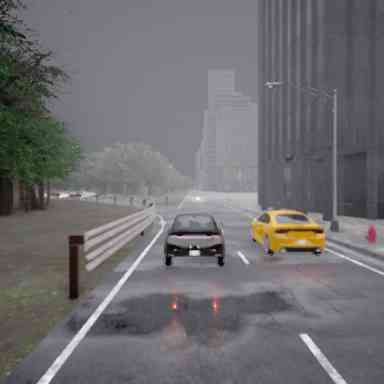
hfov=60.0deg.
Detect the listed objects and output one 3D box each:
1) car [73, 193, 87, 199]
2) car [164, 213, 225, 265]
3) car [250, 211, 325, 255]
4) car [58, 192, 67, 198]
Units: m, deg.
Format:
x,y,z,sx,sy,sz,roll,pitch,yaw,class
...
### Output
x,y,z,sx,sy,sz,roll,pitch,yaw,class
-26.930,0.967,79.840,5.008,1.535,1.882,1,1,44,car
0.082,1.488,11.706,2.128,1.511,4.902,0,0,0,car
3.585,1.473,13.280,1.882,1.535,5.008,0,0,0,car
-34.050,0.718,87.205,1.812,1.442,4.674,0,1,-39,car
